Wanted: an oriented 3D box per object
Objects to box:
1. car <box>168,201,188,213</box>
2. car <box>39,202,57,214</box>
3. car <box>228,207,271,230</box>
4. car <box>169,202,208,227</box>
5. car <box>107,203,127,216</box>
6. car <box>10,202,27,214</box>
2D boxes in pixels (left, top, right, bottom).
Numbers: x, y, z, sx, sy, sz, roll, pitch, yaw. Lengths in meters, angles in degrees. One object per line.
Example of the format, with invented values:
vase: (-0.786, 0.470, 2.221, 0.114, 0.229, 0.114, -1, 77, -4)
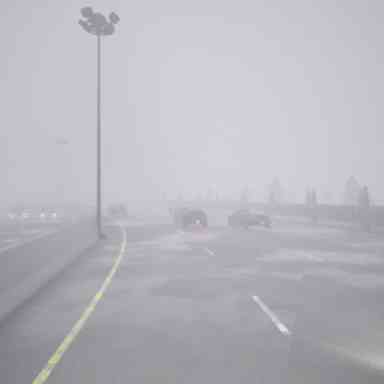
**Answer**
car: (-1.316, 1.883, 39.957, 2.097, 1.767, 4.553, 0, -1, -22)
car: (-19.921, 2.177, 45.813, 1.837, 1.490, 4.892, 0, -1, -31)
car: (4.022, 1.825, 23.637, 1.812, 1.442, 4.674, 0, -1, -13)
car: (-0.199, 1.851, 25.954, 1.837, 1.490, 4.892, 0, 0, -15)
car: (-9.188, 2.059, 40.571, 2.128, 1.511, 4.902, 0, -1, -23)
car: (-23.941, 2.190, 45.722, 1.837, 1.490, 4.892, 0, -1, -31)
